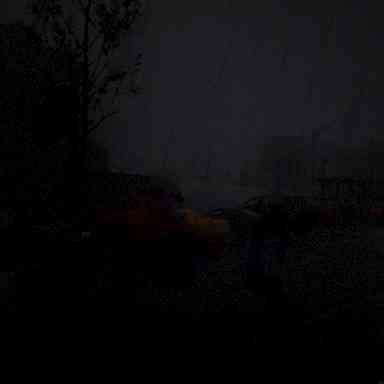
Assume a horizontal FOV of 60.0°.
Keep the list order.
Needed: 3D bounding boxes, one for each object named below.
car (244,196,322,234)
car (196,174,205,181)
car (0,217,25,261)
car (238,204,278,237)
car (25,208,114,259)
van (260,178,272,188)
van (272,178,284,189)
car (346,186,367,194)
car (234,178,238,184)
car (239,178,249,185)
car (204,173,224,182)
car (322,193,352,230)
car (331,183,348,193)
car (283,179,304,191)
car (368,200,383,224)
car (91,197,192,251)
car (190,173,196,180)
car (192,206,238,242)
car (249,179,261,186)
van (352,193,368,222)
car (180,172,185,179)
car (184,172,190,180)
[{"bbox_3d":[4.277,1.244,19.555,5.566,2.045,2.435,-1,-1,35],"label":"car"},{"bbox_3d":[4.181,-3.762,85.145,2.435,2.045,5.566,7,4,34],"label":"car"},{"bbox_3d":[-7.948,1.493,10.860,4.892,1.521,2.231,-1,-1,35],"label":"car"},{"bbox_3d":[1.849,1.534,17.799,4.674,1.452,2.002,-1,-1,35],"label":"car"},{"bbox_3d":[-5.526,1.520,12.605,4.792,1.488,2.163,-1,0,35],"label":"car"},{"bbox_3d":[16.274,-1.827,67.853,1.878,1.987,4.442,7,4,35],"label":"van"},{"bbox_3d":[18.001,-1.554,65.381,1.878,1.987,4.442,7,4,35],"label":"van"},{"bbox_3d":[26.654,0.073,53.155,2.002,1.452,4.674,7,3,35],"label":"car"},{"bbox_3d":[11.131,-2.380,75.370,2.002,1.452,4.674,7,3,35],"label":"car"},{"bbox_3d":[12.872,-2.107,72.907,2.002,1.452,4.674,7,4,35],"label":"car"},{"bbox_3d":[6.031,-3.239,82.884,1.946,1.575,5.366,7,3,34],"label":"car"},{"bbox_3d":[6.792,1.245,21.258,5.566,2.045,2.435,-1,-1,35],"label":"car"},{"bbox_3d":[24.965,-0.489,55.628,2.435,2.045,5.566,7,3,35],"label":"car"},{"bbox_3d":[19.760,-1.055,63.017,2.231,1.521,4.892,7,3,35],"label":"car"},{"bbox_3d":[11.743,1.374,24.674,4.553,1.767,2.185,-1,-1,35],"label":"car"},{"bbox_3d":[-3.080,1.240,14.348,5.566,2.045,2.435,-1,-1,35],"label":"car"},{"bbox_3d":[2.389,-3.914,87.612,2.185,1.767,4.553,6,3,34],"label":"car"},{"bbox_3d":[-0.759,1.492,16.174,5.366,1.575,1.946,-1,-1,35],"label":"car"},{"bbox_3d":[14.701,-1.875,70.585,1.946,1.575,5.366,7,3,35],"label":"car"},{"bbox_3d":[9.332,1.271,22.926,4.442,1.987,1.878,-1,-1,35],"label":"van"},{"bbox_3d":[-1.110,-4.425,92.432,2.435,2.045,5.566,1,-1,34],"label":"car"},{"bbox_3d":[0.660,-4.148,90.083,2.185,1.767,4.553,4,1,34],"label":"car"}]
